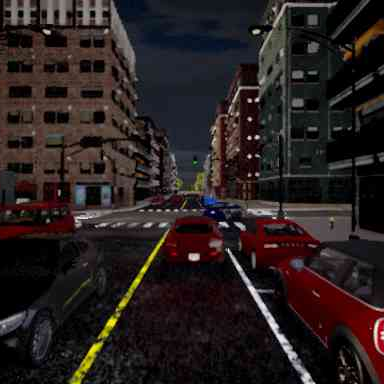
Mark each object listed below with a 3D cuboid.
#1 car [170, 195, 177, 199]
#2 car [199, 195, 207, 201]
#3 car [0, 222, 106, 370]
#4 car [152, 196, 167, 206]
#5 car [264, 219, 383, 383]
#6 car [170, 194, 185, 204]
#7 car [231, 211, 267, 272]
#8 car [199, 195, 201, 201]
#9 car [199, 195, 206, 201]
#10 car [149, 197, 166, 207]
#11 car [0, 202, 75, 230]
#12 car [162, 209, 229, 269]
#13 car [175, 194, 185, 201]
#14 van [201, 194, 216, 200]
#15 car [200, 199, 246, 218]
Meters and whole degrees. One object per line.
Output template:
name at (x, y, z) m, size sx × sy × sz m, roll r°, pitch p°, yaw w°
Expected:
car at (-5.273, 1.387, 93.525) m, size 1.802 × 1.307 × 4.206 m, roll 0°, pitch 0°, yaw 0°
car at (2.573, 1.374, 76.808) m, size 1.752 × 1.417 × 4.829 m, roll 0°, pitch 0°, yaw 0°
car at (-2.840, 1.516, 5.883) m, size 1.812 × 1.442 × 4.674 m, roll 0°, pitch 0°, yaw 0°
car at (-5.277, 1.443, 54.387) m, size 1.887 × 1.381 × 4.507 m, roll 0°, pitch 0°, yaw 0°
car at (2.564, 1.432, 4.999) m, size 1.967 × 1.590 × 4.097 m, roll 0°, pitch 0°, yaw 0°
car at (-2.772, 1.357, 63.169) m, size 1.882 × 1.535 × 5.008 m, roll 0°, pitch 0°, yaw 1°
car at (2.565, 1.527, 10.593) m, size 1.887 × 1.381 × 4.507 m, roll 0°, pitch 0°, yaw 0°
car at (2.571, 1.441, 65.438) m, size 1.947 × 1.339 × 4.313 m, roll 0°, pitch 0°, yaw 0°
car at (2.574, 1.417, 82.239) m, size 1.802 × 1.307 × 4.206 m, roll 0°, pitch 0°, yaw 0°
car at (-5.278, 1.492, 48.798) m, size 1.802 × 1.307 × 4.206 m, roll 0°, pitch 0°, yaw 0°
car at (-5.316, 1.297, 10.594) m, size 2.192 × 1.841 × 5.009 m, roll 0°, pitch 0°, yaw 0°
car at (0.070, 1.507, 10.950) m, size 1.812 × 1.442 × 4.674 m, roll 0°, pitch 0°, yaw 0°
car at (-2.741, 1.337, 78.570) m, size 2.128 × 1.511 × 4.902 m, roll 0°, pitch 0°, yaw 0°
van at (2.569, 1.252, 48.636) m, size 1.690 × 1.788 × 3.998 m, roll 0°, pitch 0°, yaw 0°
car at (2.759, 1.477, 26.693) m, size 1.994 × 1.385 × 4.181 m, roll -1°, pitch 0°, yaw 36°
